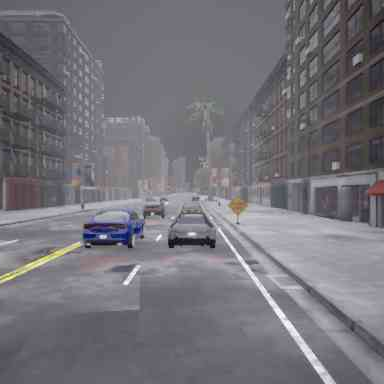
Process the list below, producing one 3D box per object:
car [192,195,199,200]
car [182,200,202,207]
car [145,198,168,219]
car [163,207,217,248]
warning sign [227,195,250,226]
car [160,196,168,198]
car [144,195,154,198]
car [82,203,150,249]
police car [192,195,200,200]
[{"bbox_3d":[0.975,1.580,95.800,1.801,1.575,5.366,0,0,0],"label":"car"},{"bbox_3d":[0.000,1.633,29.681,1.895,1.301,4.718,0,0,0],"label":"car"},{"bbox_3d":[-3.250,1.533,29.651,1.837,1.490,4.892,0,0,0],"label":"car"},{"bbox_3d":[0.000,1.573,14.650,1.994,1.385,4.181,0,0,0],"label":"car"},{"bbox_3d":[2.850,1.117,20.609,1.300,1.860,1.060,0,0,0],"label":"warning sign"},{"bbox_3d":[-6.501,1.634,76.664,1.895,1.301,4.718,0,0,0],"label":"car"},{"bbox_3d":[-9.750,1.539,76.693,1.837,1.490,4.892,0,0,0],"label":"car"},{"bbox_3d":[-3.250,1.485,14.650,1.882,1.535,5.008,0,0,0],"label":"car"},{"bbox_3d":[0.975,1.534,85.720,1.930,1.638,5.238,0,0,0],"label":"police car"}]
